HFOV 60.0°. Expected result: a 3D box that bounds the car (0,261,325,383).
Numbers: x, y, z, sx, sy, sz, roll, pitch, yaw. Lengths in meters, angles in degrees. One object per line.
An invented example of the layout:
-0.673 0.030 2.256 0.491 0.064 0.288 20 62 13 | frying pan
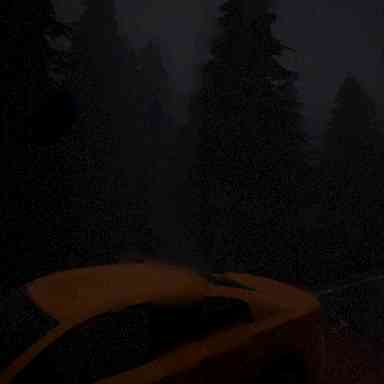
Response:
-0.913 1.475 2.907 5.008 1.535 1.882 0 0 -35 | car
